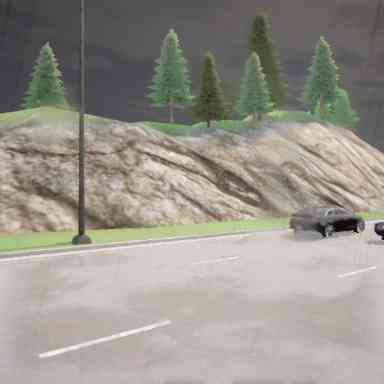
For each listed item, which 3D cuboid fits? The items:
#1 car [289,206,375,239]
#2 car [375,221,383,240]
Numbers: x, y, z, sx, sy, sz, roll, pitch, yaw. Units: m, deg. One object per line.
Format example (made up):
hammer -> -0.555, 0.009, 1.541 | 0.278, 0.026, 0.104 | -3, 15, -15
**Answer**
car -> 7.164, 1.491, 17.476 | 4.902, 1.511, 2.128 | 0, 0, -36
car -> 10.620, 1.601, 15.647 | 4.718, 1.301, 1.895 | 0, 0, -36
